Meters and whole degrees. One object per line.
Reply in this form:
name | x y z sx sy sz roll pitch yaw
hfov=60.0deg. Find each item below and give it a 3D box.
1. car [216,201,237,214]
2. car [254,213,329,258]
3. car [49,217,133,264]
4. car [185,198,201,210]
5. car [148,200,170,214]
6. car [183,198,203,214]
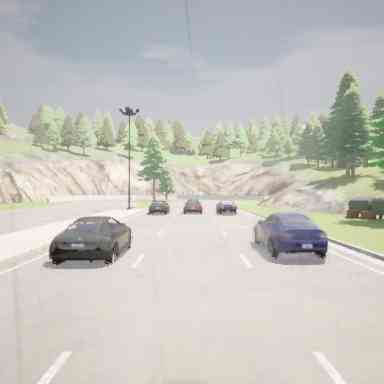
car | 3.609 1.598 35.410 1.895 1.301 4.718 0 0 0
car | 3.603 1.525 12.675 1.812 1.442 4.674 0 0 0
car | -3.397 1.563 11.893 1.994 1.385 4.181 0 0 0
car | 0.166 1.544 44.509 2.033 1.411 5.357 0 0 1
car | -3.390 1.561 34.881 1.994 1.385 4.181 0 0 0
car | 0.108 1.562 35.266 1.994 1.385 4.181 0 0 0
